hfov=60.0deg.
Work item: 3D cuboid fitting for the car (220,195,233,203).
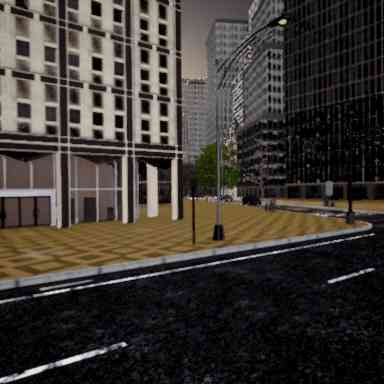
[{"bbox_3d":[6.828,1.294,65.641,1.812,1.442,4.674,-1,0,-7],"label":"car"}]

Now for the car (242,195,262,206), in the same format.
[{"bbox_3d":[8.869,1.235,49.565,1.882,1.535,5.008,-1,0,-7],"label":"car"}]
